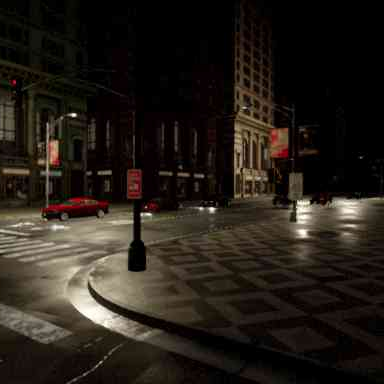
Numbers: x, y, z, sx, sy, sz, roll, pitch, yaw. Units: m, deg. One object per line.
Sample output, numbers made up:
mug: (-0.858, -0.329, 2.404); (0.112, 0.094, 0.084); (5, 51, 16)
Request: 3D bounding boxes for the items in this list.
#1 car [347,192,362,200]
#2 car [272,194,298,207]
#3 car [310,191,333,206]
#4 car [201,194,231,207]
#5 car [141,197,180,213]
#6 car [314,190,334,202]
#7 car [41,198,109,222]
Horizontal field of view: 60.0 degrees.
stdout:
car: (29.524, 0.670, 60.429); (1.812, 1.442, 4.674); (0, 1, 35)
car: (11.401, 0.956, 40.517); (2.128, 1.511, 4.902); (0, 1, 35)
car: (16.065, 0.965, 41.472); (1.812, 1.442, 4.674); (0, 1, 35)
car: (3.020, 0.997, 40.268); (1.837, 1.490, 4.892); (0, 1, 35)
car: (-3.014, 1.187, 31.784); (1.994, 1.385, 4.181); (0, 1, 36)
car: (22.028, 0.590, 55.490); (2.097, 1.767, 4.553); (0, 1, 36)
car: (-8.379, 1.220, 24.234); (1.882, 1.535, 5.008); (0, 1, 35)
